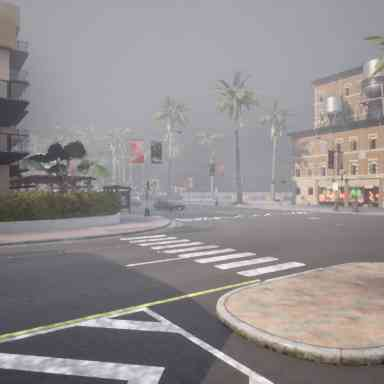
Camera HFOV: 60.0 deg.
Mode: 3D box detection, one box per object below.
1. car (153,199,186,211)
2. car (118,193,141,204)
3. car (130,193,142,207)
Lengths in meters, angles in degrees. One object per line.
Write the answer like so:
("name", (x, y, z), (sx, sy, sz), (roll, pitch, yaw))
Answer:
("car", (-2.944, 1.547, 41.294), (2.033, 1.411, 5.357), (0, 0, -35))
("car", (-12.685, 1.221, 67.362), (2.150, 2.045, 5.566), (0, 0, -38))
("car", (-9.419, 1.352, 50.523), (2.097, 1.767, 4.553), (0, 0, -35))
